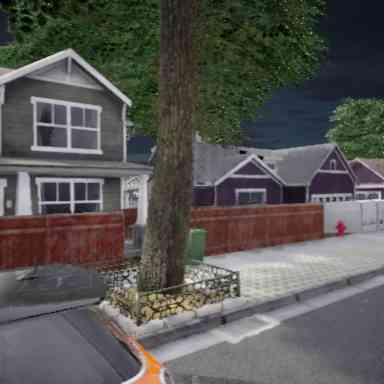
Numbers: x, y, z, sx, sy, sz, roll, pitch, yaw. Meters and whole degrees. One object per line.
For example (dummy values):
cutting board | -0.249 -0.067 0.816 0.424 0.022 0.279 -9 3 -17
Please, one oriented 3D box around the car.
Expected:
car | -2.246 1.356 1.505 4.553 1.767 2.097 0 0 -36
